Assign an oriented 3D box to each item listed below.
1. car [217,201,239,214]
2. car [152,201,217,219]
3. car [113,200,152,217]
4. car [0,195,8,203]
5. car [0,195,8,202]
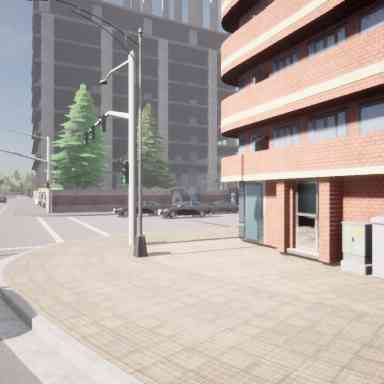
[{"bbox_3d":[2.998,1.619,35.541,4.181,1.385,1.994,0,0,-27],"label":"car"},{"bbox_3d":[-0.654,1.547,29.781,4.902,1.511,2.128,0,0,-27],"label":"car"},{"bbox_3d":[-4.962,1.547,31.531,4.902,1.511,2.128,0,0,-27],"label":"car"},{"bbox_3d":[-38.018,1.595,65.938,1.895,1.301,4.718,0,0,-27],"label":"car"},{"bbox_3d":[-42.553,1.500,74.788,1.837,1.490,4.892,0,0,-27],"label":"car"}]
